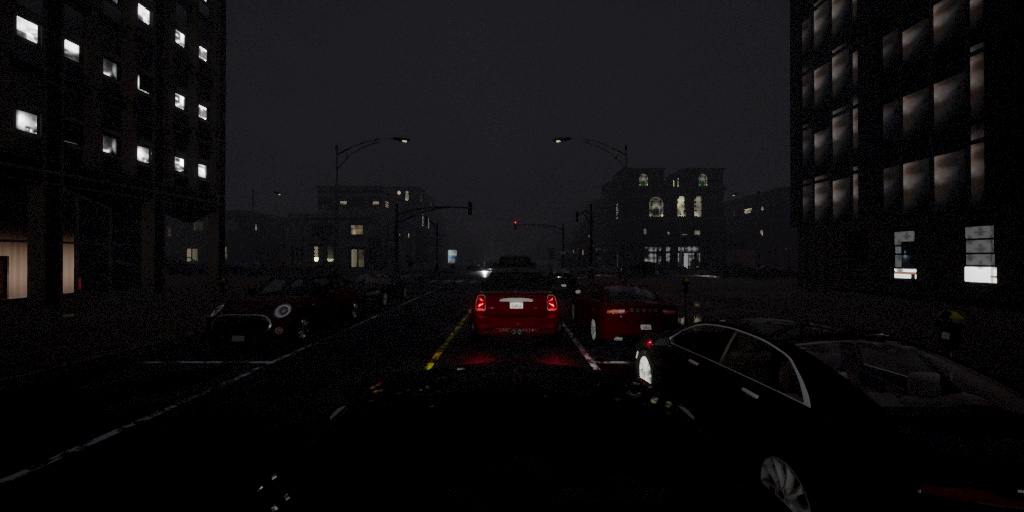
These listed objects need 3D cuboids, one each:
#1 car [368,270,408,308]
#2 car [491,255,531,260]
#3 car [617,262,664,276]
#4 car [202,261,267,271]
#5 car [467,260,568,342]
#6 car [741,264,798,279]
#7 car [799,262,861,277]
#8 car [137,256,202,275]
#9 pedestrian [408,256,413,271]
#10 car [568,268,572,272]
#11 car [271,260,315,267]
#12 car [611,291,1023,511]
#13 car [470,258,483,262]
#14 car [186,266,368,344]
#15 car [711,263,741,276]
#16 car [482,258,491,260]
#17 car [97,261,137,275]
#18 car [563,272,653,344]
[{"bbox_3d":[-5.696,1.302,15.135,2.007,1.370,4.403,0,0,0],"label":"car"},{"bbox_3d":[0.113,0.973,20.128,2.150,2.045,5.566,0,0,-1],"label":"car"},{"bbox_3d":[13.772,1.339,38.403,4.892,1.490,1.837,0,0,1],"label":"car"},{"bbox_3d":[-25.427,1.177,33.206,4.403,1.370,2.007,0,0,1],"label":"car"},{"bbox_3d":[0.096,1.103,9.974,2.097,1.767,4.553,0,0,0],"label":"car"},{"bbox_3d":[23.631,1.433,32.434,4.207,1.307,1.802,0,0,1],"label":"car"},{"bbox_3d":[33.714,1.438,38.103,4.892,1.490,1.837,0,0,1],"label":"car"},{"bbox_3d":[-30.964,0.917,33.289,5.009,1.841,2.192,0,0,1],"label":"car"},{"bbox_3d":[-12.568,0.885,44.345,0.375,1.860,0.375,0,-1,1],"label":"pedestrian"},{"bbox_3d":[2.683,1.302,20.813,2.007,1.370,4.403,0,0,0],"label":"car"},{"bbox_3d":[-25.469,1.198,41.588,4.829,1.417,1.751,0,0,1],"label":"car"},{"bbox_3d":[2.689,1.301,3.737,2.007,1.370,4.403,0,0,0],"label":"car"},{"bbox_3d":[-5.709,1.338,53.213,1.802,1.307,4.207,0,0,0],"label":"car"},{"bbox_3d":[-5.693,1.190,9.443,1.967,1.591,4.097,0,0,0],"label":"car"},{"bbox_3d":[23.618,1.446,38.256,4.181,1.385,1.994,0,0,2],"label":"car"},{"bbox_3d":[-3.092,1.357,52.070,1.895,1.301,4.718,0,0,-1],"label":"car"},{"bbox_3d":[-36.500,1.130,33.372,4.403,1.370,2.007,0,0,1],"label":"car"},{"bbox_3d":[2.687,1.296,9.429,1.888,1.381,4.507,0,0,0],"label":"car"}]
